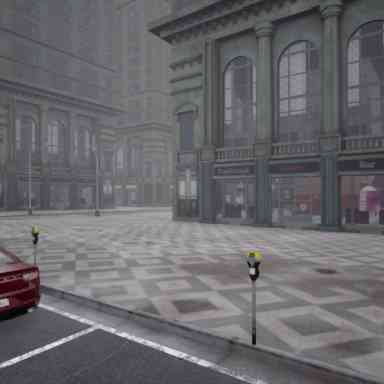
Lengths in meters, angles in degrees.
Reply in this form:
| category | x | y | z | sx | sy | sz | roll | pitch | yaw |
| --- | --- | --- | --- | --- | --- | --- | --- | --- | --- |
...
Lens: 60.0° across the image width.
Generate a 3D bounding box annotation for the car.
| category | x | y | z | sx | sy | sz | roll | pitch | yaw |
| --- | --- | --- | --- | --- | --- | --- | --- | --- | --- |
| car | -4.689 | 1.545 | 6.299 | 4.507 | 1.381 | 1.887 | 0 | 0 | 35 |
